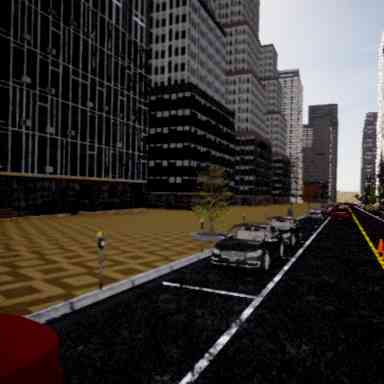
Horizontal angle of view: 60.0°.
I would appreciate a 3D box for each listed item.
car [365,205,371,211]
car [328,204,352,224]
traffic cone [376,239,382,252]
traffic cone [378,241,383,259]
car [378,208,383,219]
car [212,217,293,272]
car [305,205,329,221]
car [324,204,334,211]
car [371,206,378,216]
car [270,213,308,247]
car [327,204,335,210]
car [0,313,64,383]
[{"bbox_3d":[42.494,3.844,79.781,1.752,1.417,4.829,0,-1,25],"label":"car"},{"bbox_3d":[15.529,2.378,34.648,1.882,1.535,5.008,1,-1,25],"label":"car"},{"bbox_3d":[8.467,2.396,14.901,0.340,0.580,0.340,1,-1,25],"label":"traffic cone"},{"bbox_3d":[7.635,2.348,13.083,0.340,0.580,0.340,1,-1,25],"label":"traffic cone"},{"bbox_3d":[26.125,2.873,43.985,1.752,1.417,4.829,0,-1,25],"label":"car"},{"bbox_3d":[2.065,1.752,11.521,2.008,1.369,4.403,0,-1,25],"label":"car"},{"bbox_3d":[13.758,2.426,37.090,2.008,1.369,4.403,0,-1,25],"label":"car"},{"bbox_3d":[30.129,3.385,72.887,1.887,1.381,4.507,0,-1,25],"label":"car"},{"bbox_3d":[30.730,3.184,54.056,1.947,1.339,4.313,0,-1,25],"label":"car"},{"bbox_3d":[4.403,1.886,16.635,2.008,1.369,4.403,0,-1,25],"label":"car"},{"bbox_3d":[34.806,3.702,83.114,1.802,1.307,4.206,0,-1,25],"label":"car"},{"bbox_3d":[-2.614,1.481,1.292,1.887,1.381,4.507,0,-1,25],"label":"car"}]
